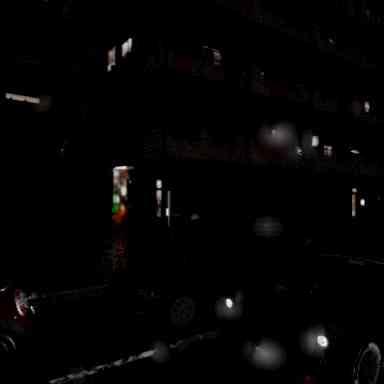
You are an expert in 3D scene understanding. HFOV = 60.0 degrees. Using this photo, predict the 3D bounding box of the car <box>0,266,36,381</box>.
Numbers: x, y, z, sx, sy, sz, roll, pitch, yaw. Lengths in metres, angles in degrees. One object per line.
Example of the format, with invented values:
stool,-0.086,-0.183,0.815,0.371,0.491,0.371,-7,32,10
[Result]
car,-4.069,1.427,3.649,4.097,1.590,1.967,1,0,-35

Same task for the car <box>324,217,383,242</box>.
car,5.194,1.541,10.256,4.097,1.590,1.967,1,0,-35

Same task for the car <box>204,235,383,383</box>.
car,2.676,1.652,5.288,4.718,1.301,1.895,1,0,-36

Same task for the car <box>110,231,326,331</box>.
car,0.562,1.588,6.953,4.507,1.381,1.887,1,0,-35
